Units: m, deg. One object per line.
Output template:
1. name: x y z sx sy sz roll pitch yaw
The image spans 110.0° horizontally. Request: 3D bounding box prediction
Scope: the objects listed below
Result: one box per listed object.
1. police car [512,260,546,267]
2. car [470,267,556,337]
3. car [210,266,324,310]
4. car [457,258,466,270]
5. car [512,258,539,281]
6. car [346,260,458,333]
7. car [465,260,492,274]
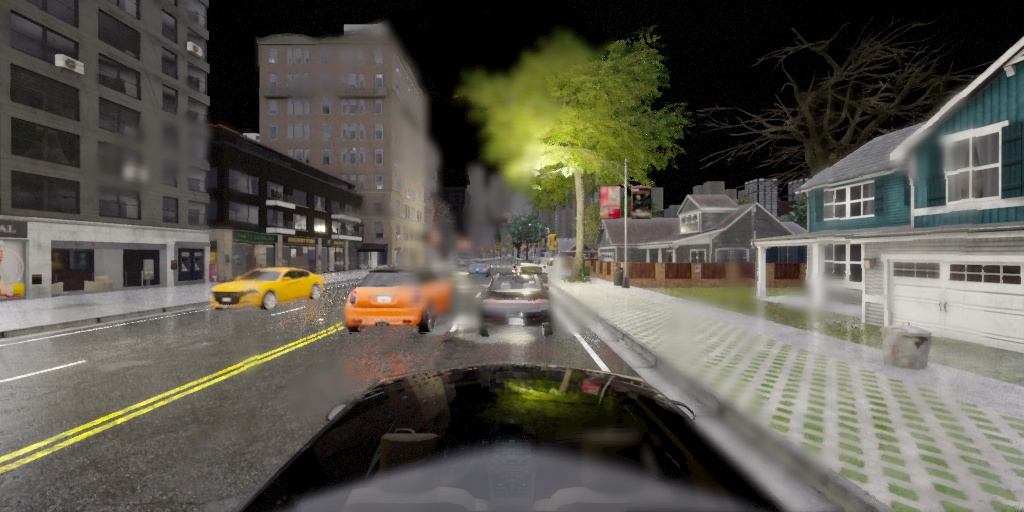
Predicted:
1. police car: 1.040 1.165 20.545 1.930 1.638 5.238 0 0 0
2. car: 0.128 1.239 10.296 2.128 1.511 4.902 0 0 0
3. car: -9.804 1.222 14.809 1.882 1.535 5.008 0 0 0
4. car: -6.423 1.275 50.946 1.994 1.385 4.181 0 0 0
5. car: 1.074 1.081 30.406 2.097 1.767 4.553 0 0 0
6. car: -3.118 1.098 10.897 2.097 1.767 4.553 0 0 0
7. car: -3.034 1.273 35.027 2.033 1.411 5.357 0 0 0
